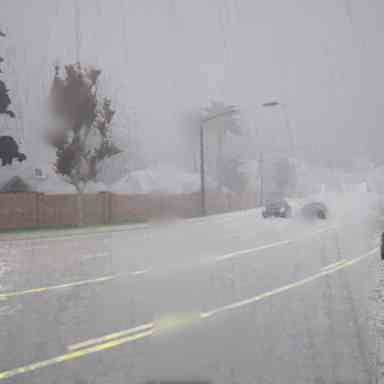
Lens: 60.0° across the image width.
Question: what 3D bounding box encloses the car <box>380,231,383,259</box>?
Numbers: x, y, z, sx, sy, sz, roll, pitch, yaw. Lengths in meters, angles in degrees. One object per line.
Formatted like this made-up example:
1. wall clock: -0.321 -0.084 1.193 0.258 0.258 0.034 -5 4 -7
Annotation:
1. car: 8.023 1.508 11.612 1.837 1.490 4.892 -1 0 42

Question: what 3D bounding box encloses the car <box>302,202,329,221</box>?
1. car: 10.844 1.642 29.115 1.882 1.535 5.008 -1 -1 26

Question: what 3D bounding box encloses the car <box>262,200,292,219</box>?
1. car: 8.113 1.587 31.499 2.097 1.767 4.553 -1 -1 25
